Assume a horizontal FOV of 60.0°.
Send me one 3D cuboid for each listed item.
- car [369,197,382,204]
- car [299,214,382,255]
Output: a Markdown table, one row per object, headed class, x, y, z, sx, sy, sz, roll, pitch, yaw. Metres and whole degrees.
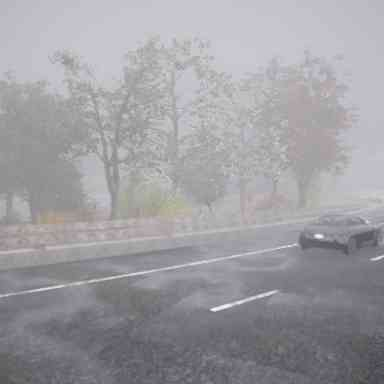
| class | x | y | z | sx | sy | sz | roll | pitch | yaw |
| --- | --- | --- | --- | --- | --- | --- | --- | --- | --- |
| car | 38.080 | 1.681 | 69.506 | 1.994 | 1.385 | 4.181 | 0 | 0 | 10 |
| car | 6.144 | 1.600 | 13.621 | 4.181 | 1.385 | 1.994 | 0 | 0 | -43 |
